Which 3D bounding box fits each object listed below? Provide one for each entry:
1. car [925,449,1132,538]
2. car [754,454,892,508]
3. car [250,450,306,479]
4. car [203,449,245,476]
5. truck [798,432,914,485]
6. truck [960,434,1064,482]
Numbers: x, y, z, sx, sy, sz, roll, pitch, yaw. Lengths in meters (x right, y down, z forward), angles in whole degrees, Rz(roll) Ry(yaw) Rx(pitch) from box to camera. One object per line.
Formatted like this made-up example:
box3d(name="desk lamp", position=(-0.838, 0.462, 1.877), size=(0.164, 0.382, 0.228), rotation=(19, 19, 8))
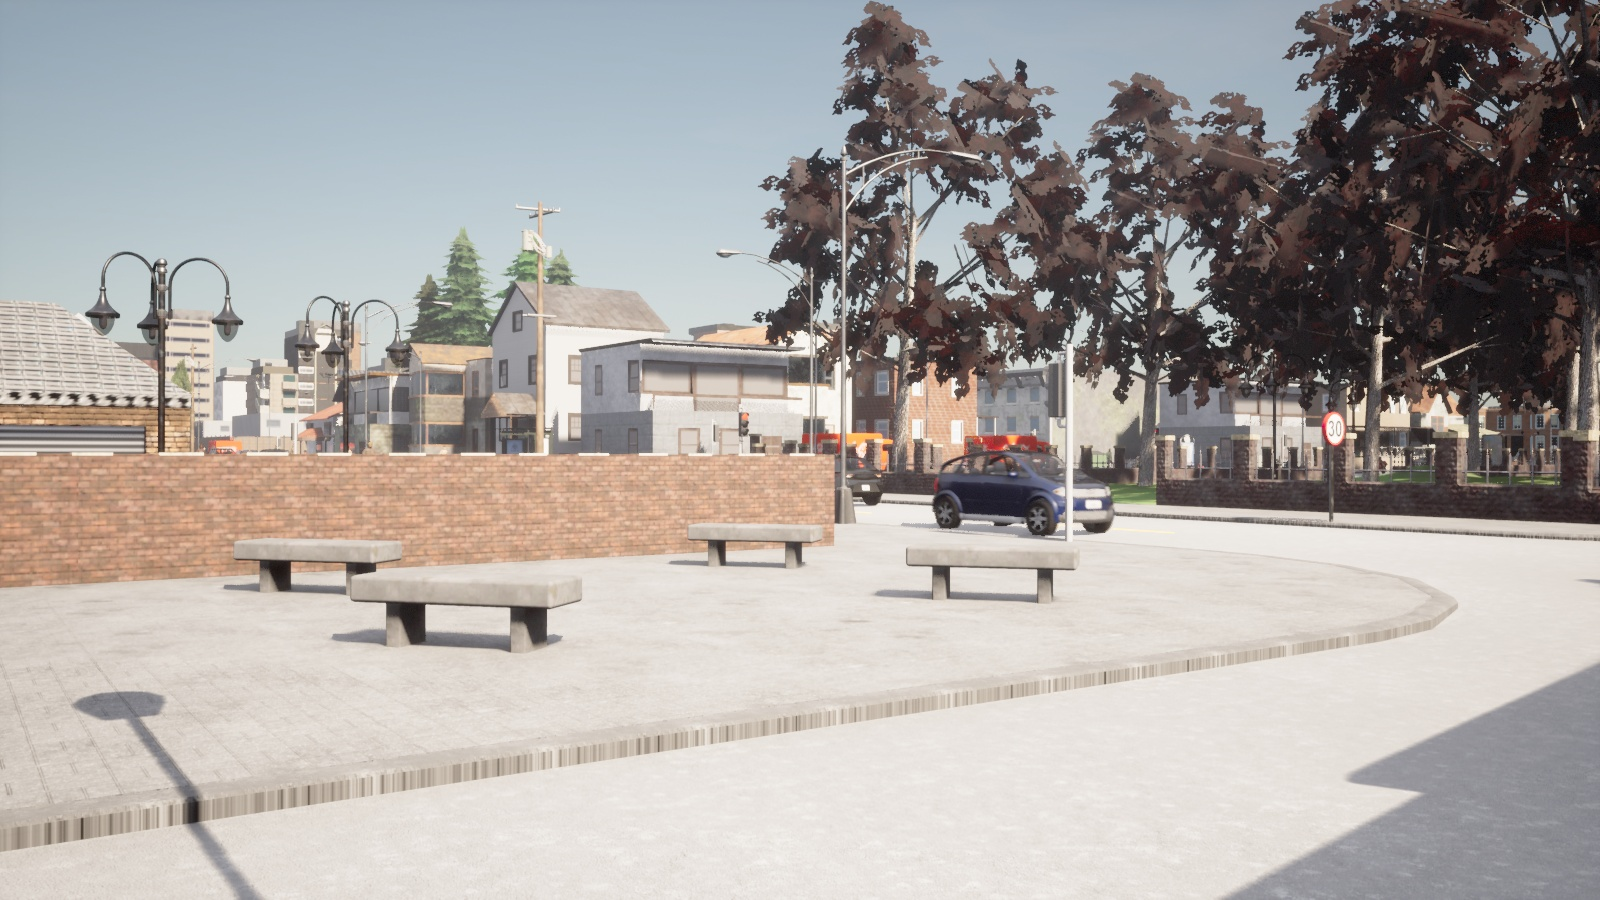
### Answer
box3d(name="car", position=(4.289, 0.773, 23.996), size=(1.789, 1.549, 3.705), rotation=(0, 0, -35))
box3d(name="car", position=(0.603, 0.846, 36.427), size=(1.816, 1.474, 4.193), rotation=(0, 0, -36))
box3d(name="car", position=(-31.357, 0.840, 75.362), size=(2.242, 1.667, 4.611), rotation=(0, 0, -35))
box3d(name="car", position=(-40.873, 0.867, 89.073), size=(1.932, 1.855, 4.605), rotation=(0, 0, -35))
box3d(name="truck", position=(2.738, 0.402, 61.153), size=(5.204, 2.467, 2.627), rotation=(0, 0, -39))
box3d(name="truck", position=(11.362, 0.398, 67.218), size=(5.204, 2.467, 2.627), rotation=(0, 0, -38))
